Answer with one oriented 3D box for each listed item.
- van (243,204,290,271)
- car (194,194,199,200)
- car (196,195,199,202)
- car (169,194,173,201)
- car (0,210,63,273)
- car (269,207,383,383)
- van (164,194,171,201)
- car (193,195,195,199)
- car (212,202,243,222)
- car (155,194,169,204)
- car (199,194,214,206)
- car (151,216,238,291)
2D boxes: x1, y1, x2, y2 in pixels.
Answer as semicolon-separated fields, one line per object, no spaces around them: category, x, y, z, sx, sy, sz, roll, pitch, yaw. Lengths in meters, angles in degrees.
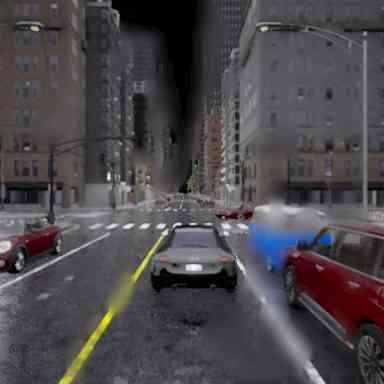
van;2.860;1.347;10.428;1.690;1.788;3.998;0;0;0
car;2.083;1.680;76.928;1.802;1.307;4.206;0;0;-1
car;2.331;1.656;65.625;1.802;1.307;4.206;0;0;-1
car;-6.565;1.434;82.409;2.192;1.841;5.009;0;0;-1
car;-5.667;1.446;10.423;1.967;1.590;4.097;0;0;0
car;2.859;1.318;4.905;2.192;1.841;5.009;0;0;0
van;-6.812;1.509;93.720;1.690;1.788;3.998;0;0;-1
car;1.959;1.664;82.582;1.887;1.381;4.507;0;0;-1
car;4.200;1.603;26.166;4.718;1.301;1.895;0;0;-36
car;-6.192;1.514;65.447;1.967;1.590;4.097;0;0;-1
car;2.578;1.496;54.318;1.967;1.590;4.097;0;0;-1
car;0.091;1.569;9.041;1.994;1.385;4.181;0;0;1
